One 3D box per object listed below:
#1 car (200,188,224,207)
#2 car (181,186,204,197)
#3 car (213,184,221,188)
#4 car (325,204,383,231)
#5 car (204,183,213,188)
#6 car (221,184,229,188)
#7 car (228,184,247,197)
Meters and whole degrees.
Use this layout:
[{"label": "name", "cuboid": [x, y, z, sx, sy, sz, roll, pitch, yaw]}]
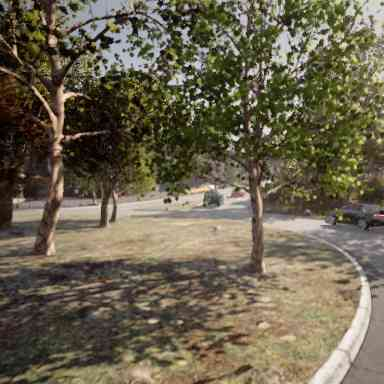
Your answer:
[{"label": "car", "cuboid": [3.051, 0.901, 45.722, 2.150, 2.045, 5.566, 0, 2, 13]}, {"label": "car", "cuboid": [0.193, -0.276, 72.815, 1.946, 1.575, 5.366, 0, 3, 23]}, {"label": "car", "cuboid": [4.674, -1.210, 83.187, 2.435, 2.045, 5.566, 0, 3, 23]}, {"label": "car", "cuboid": [10.257, 1.474, 20.545, 2.128, 1.511, 4.902, 0, 0, -13]}, {"label": "car", "cuboid": [2.379, -0.611, 77.878, 1.946, 1.575, 5.366, 0, 3, 23]}, {"label": "car", "cuboid": [9.045, -1.599, 93.328, 2.163, 1.488, 4.792, 0, 3, 23]}, {"label": "car", "cuboid": [8.991, -0.027, 63.310, 2.097, 1.767, 4.553, 0, 3, 22]}]
